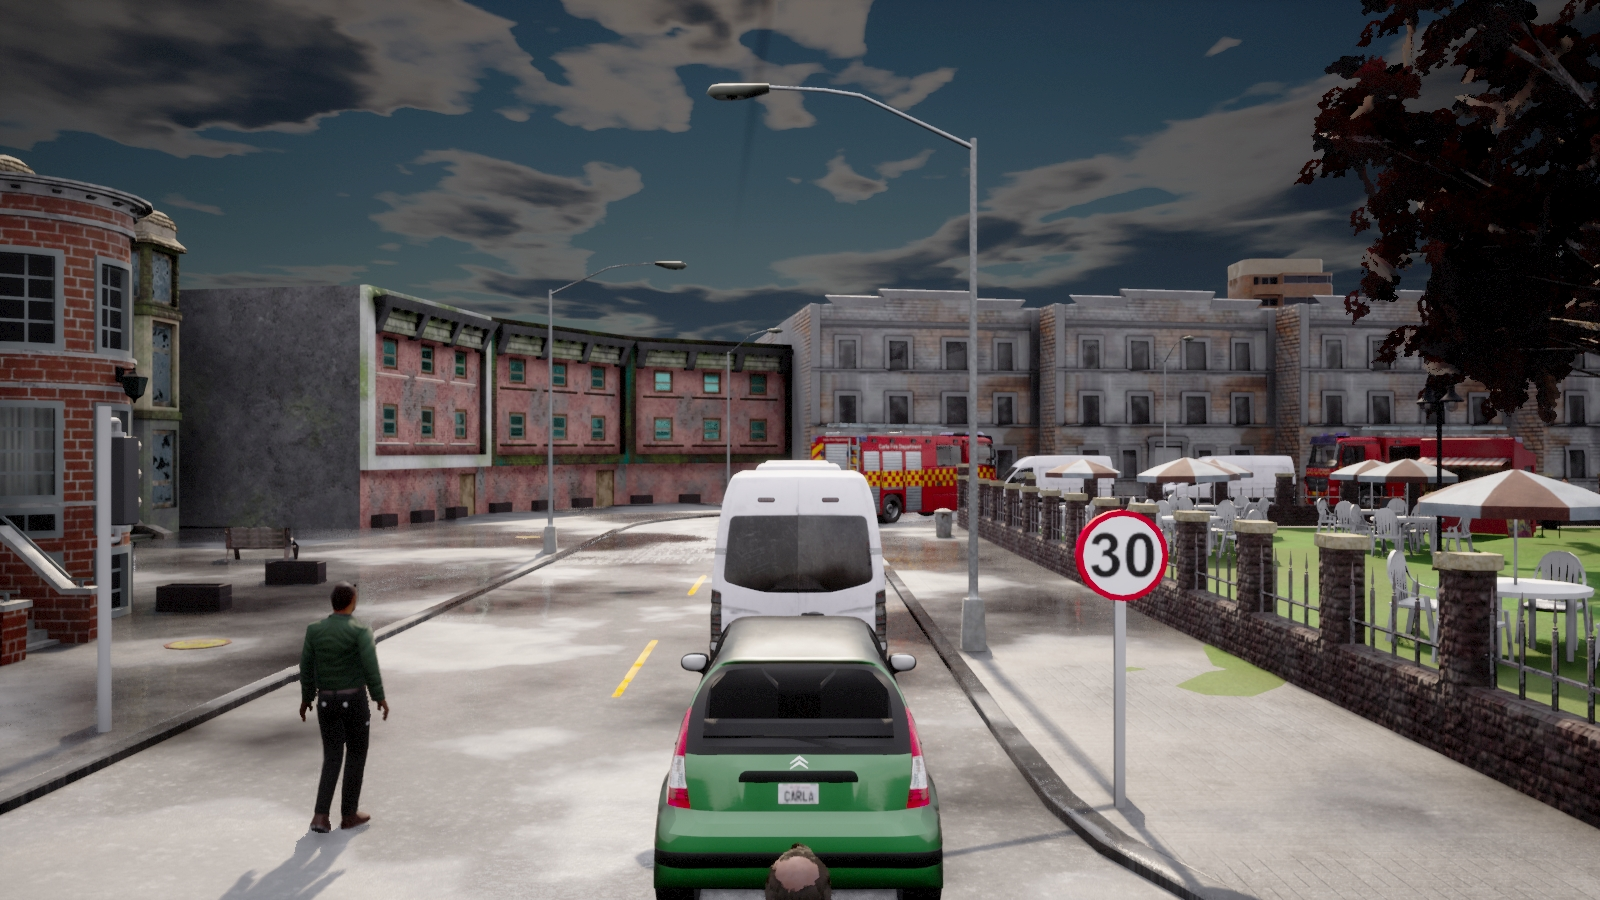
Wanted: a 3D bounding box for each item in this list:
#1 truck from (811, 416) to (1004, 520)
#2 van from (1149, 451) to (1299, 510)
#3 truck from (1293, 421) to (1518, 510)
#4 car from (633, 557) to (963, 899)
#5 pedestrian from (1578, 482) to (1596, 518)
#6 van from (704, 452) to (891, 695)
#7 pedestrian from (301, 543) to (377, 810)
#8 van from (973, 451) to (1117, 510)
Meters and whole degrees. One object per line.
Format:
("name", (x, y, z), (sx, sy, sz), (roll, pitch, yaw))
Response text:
("truck", (4.502, 0.672, 46.247), (8.468, 3.827, 2.891), (0, 0, -43))
("van", (18.656, 1.314, 50.452), (5.915, 2.561, 1.988), (0, 0, 0))
("truck", (26.739, 0.670, 50.713), (8.468, 3.827, 2.891), (0, 0, 0))
("car", (-0.015, 1.779, 8.404), (1.851, 1.617, 3.988), (0, 0, 0))
("pedestrian", (28.726, 1.805, 41.704), (0.375, 1.300, 0.375), (0, 0, 0))
("van", (-0.025, 1.315, 15.105), (1.988, 2.561, 5.915), (0, 0, 0))
("pedestrian", (-3.357, 1.628, 8.335), (0.375, 1.860, 0.375), (0, 0, 8))
("van", (10.768, 1.314, 50.430), (5.915, 2.561, 1.988), (0, 0, 0))
